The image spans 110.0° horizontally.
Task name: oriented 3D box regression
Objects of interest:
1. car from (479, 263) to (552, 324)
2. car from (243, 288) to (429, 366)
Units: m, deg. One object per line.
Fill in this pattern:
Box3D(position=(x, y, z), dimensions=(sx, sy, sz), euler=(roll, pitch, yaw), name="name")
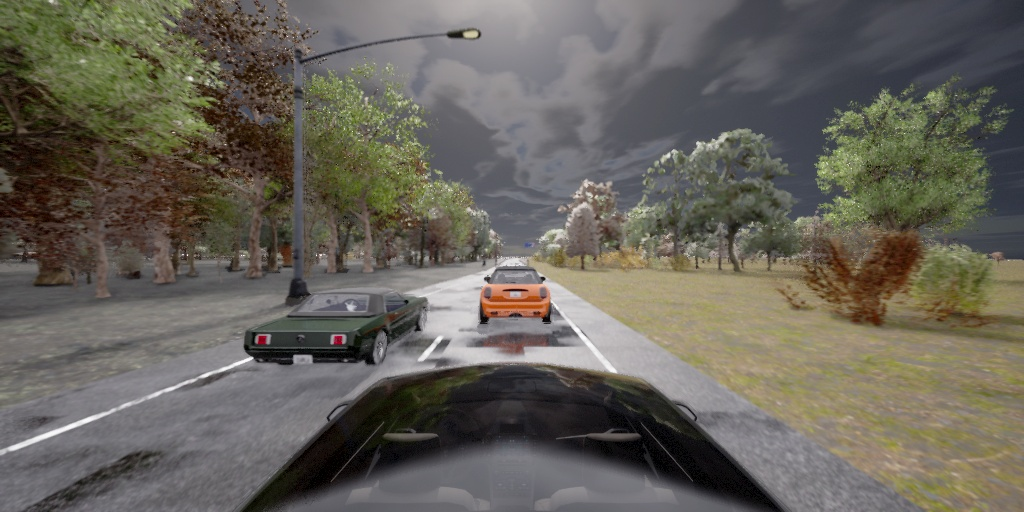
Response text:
Box3D(position=(0.100, 1.105, 12.192), dimensions=(2.097, 1.767, 4.553), euler=(0, 0, 0), name="car")
Box3D(position=(-3.268, 1.352, 7.915), dimensions=(1.895, 1.301, 4.718), euler=(0, 0, 1), name="car")
